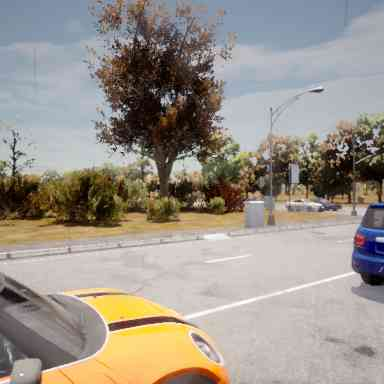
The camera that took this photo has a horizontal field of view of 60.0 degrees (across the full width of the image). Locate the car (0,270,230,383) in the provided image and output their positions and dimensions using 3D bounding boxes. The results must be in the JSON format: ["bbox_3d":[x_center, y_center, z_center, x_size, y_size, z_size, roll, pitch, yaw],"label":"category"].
[{"bbox_3d":[-1.857,1.352,2.421,4.553,1.767,2.097,0,0,-36],"label":"car"}]

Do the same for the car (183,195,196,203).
[{"bbox_3d":[-0.823,1.375,66.262,1.882,1.535,5.008,0,0,-35],"label":"car"}]

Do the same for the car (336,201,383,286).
[{"bbox_3d":[6.186,1.221,8.170,5.566,2.045,2.150,0,0,-35],"label":"car"}]

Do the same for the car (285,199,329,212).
[{"bbox_3d":[12.998,1.526,38.705,1.812,1.442,4.674,0,0,-32],"label":"car"}]

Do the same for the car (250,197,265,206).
[{"bbox_3d":[9.801,1.479,50.250,2.128,1.511,4.902,0,0,-33],"label":"car"}]

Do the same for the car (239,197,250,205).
[{"bbox_3d":[5.852,1.460,49.922,1.882,1.535,5.008,0,0,-33],"label":"car"}]

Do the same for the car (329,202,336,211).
[{"bbox_3d":[15.684,1.547,41.009,2.033,1.411,5.357,0,0,-32],"label":"car"}]
